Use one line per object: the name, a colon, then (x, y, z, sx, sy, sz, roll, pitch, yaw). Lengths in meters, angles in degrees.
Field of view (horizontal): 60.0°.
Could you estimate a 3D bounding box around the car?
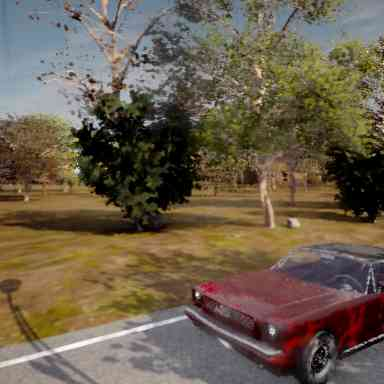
car: (2.268, 1.574, 5.354, 4.718, 1.301, 1.895, 0, 0, -33)
